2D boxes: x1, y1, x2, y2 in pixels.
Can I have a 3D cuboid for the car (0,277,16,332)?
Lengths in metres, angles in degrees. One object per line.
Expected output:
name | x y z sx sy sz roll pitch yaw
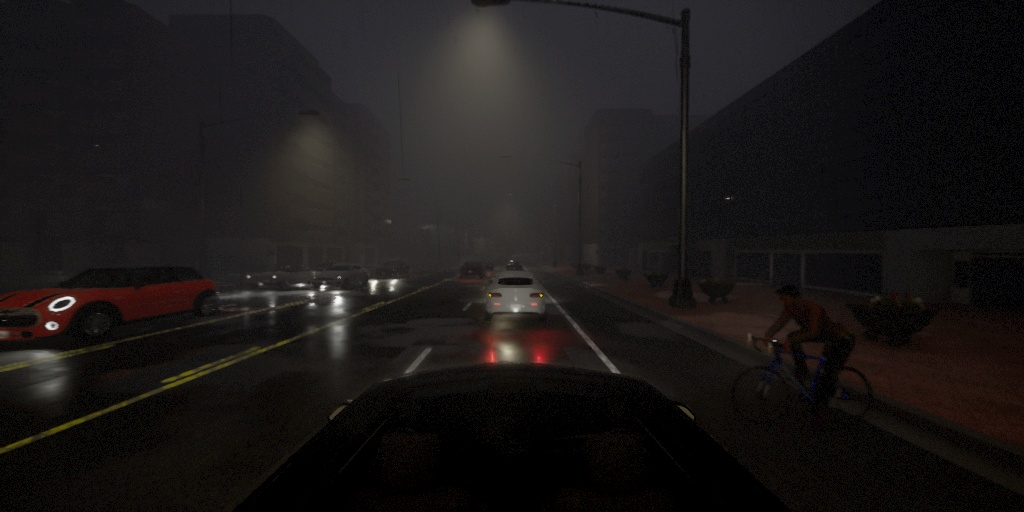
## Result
car | -14.082 1.244 7.368 1.994 1.385 4.181 0 0 0

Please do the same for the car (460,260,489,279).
car | -3.324 1.120 31.267 1.882 1.535 5.008 0 0 1

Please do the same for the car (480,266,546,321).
car | 0.120 1.224 12.129 1.812 1.442 4.674 0 0 0

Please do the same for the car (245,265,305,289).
car | -13.926 1.241 22.098 1.895 1.301 4.718 0 0 0

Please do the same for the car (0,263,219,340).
car | -10.574 1.032 9.683 2.097 1.767 4.553 0 0 0

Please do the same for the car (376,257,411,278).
car | -10.406 1.103 31.622 1.882 1.535 5.008 0 1 1

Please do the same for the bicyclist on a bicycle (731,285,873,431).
bicyclist on a bicycle | 3.371 1.159 4.172 1.656 1.620 0.582 0 0 0

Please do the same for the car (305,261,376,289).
car | -10.424 1.176 22.230 1.812 1.442 4.674 0 0 0

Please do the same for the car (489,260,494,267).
car | -3.266 1.206 45.812 1.895 1.301 4.718 0 0 1

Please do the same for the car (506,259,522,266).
car | 0.245 1.118 40.947 2.128 1.511 4.902 0 0 0
